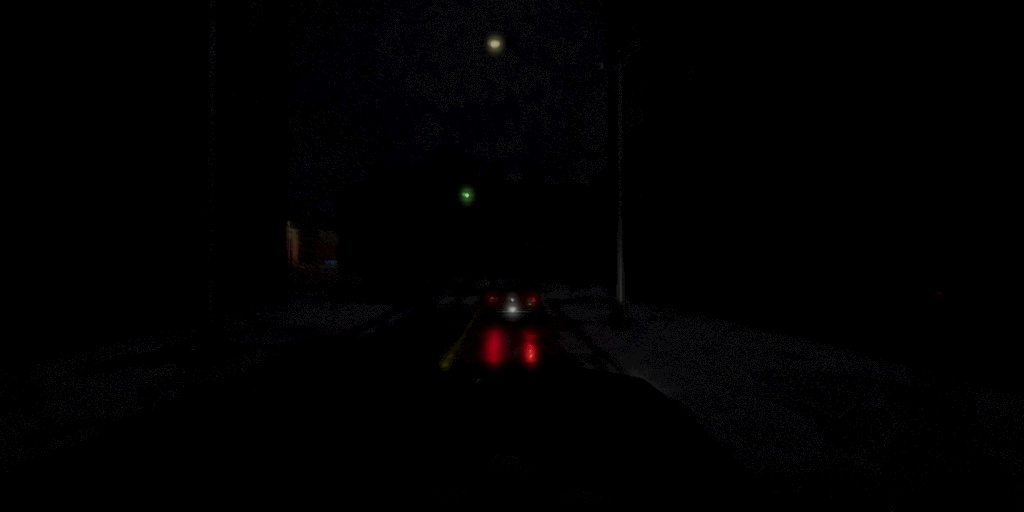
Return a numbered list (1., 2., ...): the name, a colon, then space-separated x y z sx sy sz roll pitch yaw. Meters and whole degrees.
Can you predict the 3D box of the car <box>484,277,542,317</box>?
1. car: 0.049 1.431 13.636 1.895 1.301 4.718 0 0 1
